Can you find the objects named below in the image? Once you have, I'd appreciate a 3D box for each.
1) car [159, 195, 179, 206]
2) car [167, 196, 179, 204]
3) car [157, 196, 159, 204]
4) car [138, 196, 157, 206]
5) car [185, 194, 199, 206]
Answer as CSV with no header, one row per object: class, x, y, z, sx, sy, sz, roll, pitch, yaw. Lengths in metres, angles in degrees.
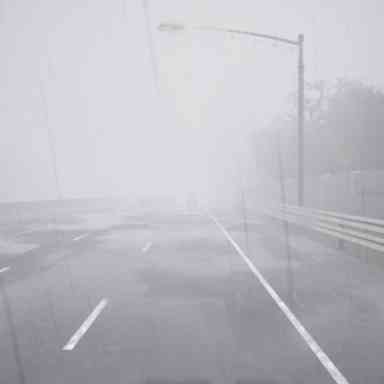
car,-3.504,1.237,51.170,2.097,1.767,4.553,0,0,0
car,-3.500,1.442,62.083,1.837,1.490,4.892,0,0,0
car,-6.994,1.442,62.862,1.837,1.490,4.892,0,0,0
car,-7.004,1.486,51.265,1.895,1.301,4.718,0,0,0
car,-0.003,1.450,51.307,1.994,1.385,4.181,0,0,0
